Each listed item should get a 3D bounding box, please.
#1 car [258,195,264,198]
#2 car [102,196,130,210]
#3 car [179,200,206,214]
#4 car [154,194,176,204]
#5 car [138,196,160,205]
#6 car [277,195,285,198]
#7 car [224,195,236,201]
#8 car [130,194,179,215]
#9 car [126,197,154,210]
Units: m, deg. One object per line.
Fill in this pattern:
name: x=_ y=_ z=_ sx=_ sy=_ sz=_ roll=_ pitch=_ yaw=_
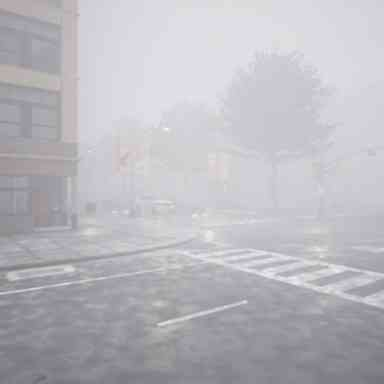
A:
car: x=17.788 y=1.459 z=83.237 sx=1.895 sy=1.301 sz=4.718 roll=0 pitch=0 yaw=-36
car: x=-10.008 y=1.351 z=43.107 sx=2.097 sy=1.767 sz=4.553 roll=0 pitch=0 yaw=-35
car: x=-0.774 y=1.546 z=36.185 sx=2.033 sy=1.411 sz=5.357 roll=0 pitch=0 yaw=-36
car: x=-5.030 y=1.350 z=62.002 sx=2.097 sy=1.767 sz=4.553 roll=0 pitch=0 yaw=-36
car: x=-7.891 y=1.503 z=59.985 sx=1.837 sy=1.490 sz=4.892 roll=0 pitch=0 yaw=-36
car: x=18.597 y=1.316 z=69.303 sx=2.002 sy=1.452 sz=4.674 roll=0 pitch=0 yaw=-36
car: x=8.129 y=1.410 z=76.798 sx=2.161 sy=1.482 sz=4.786 roll=0 pitch=0 yaw=-36
car: x=-4.003 y=1.221 z=34.687 sx=2.150 sy=2.045 sz=5.566 roll=0 pitch=0 yaw=-36
car: x=-7.112 y=1.501 z=45.074 sx=1.837 sy=1.490 sz=4.892 roll=0 pitch=1 yaw=-35
